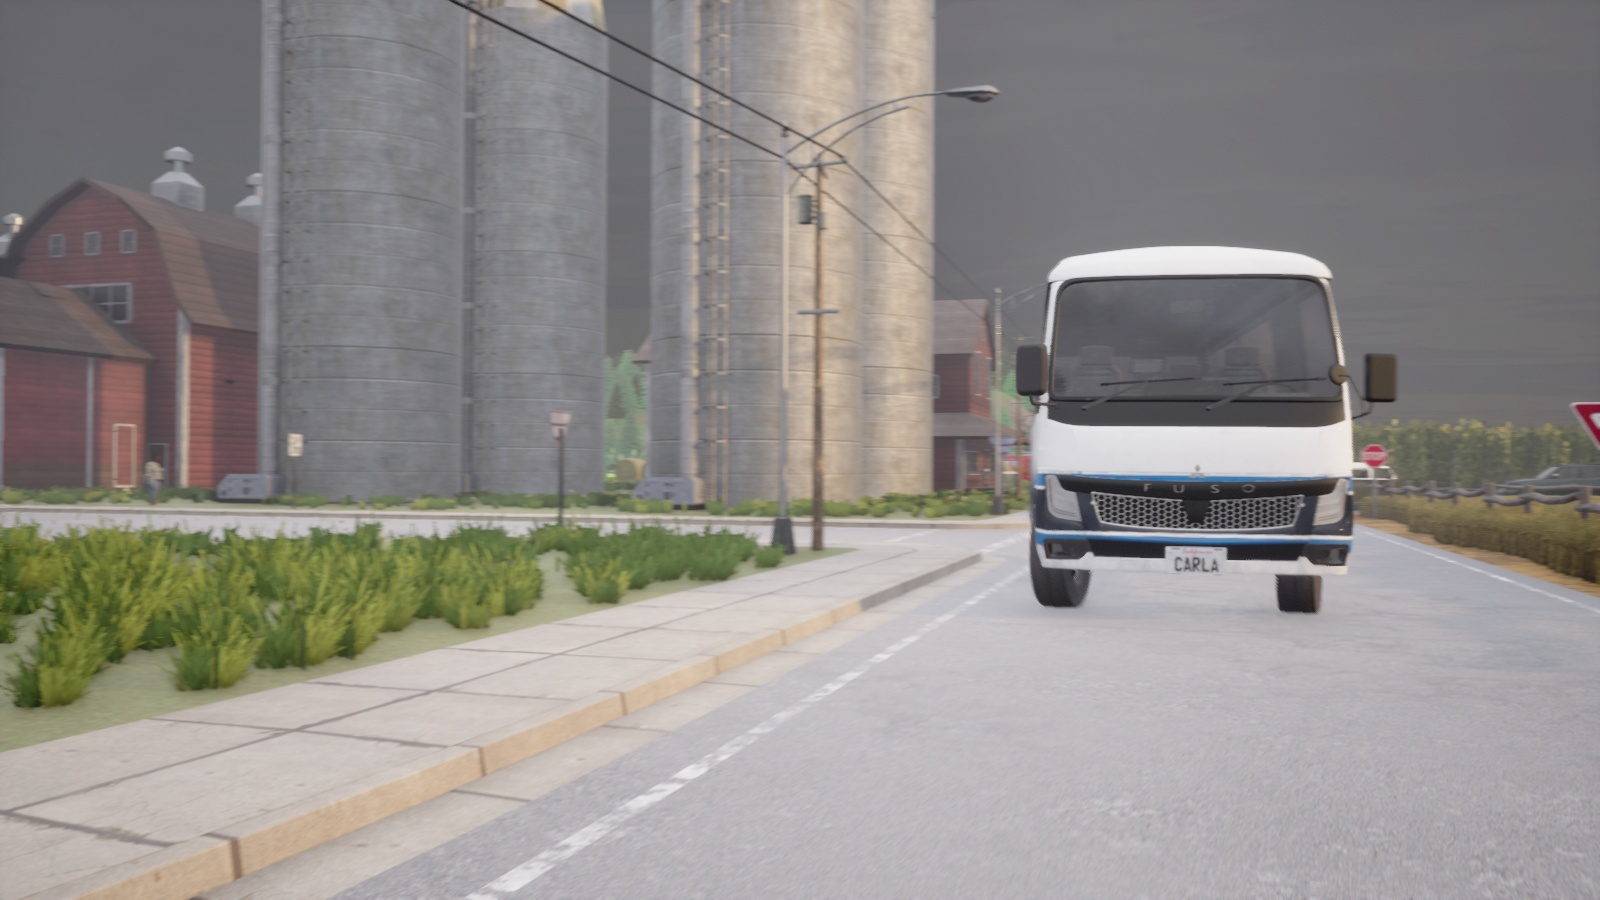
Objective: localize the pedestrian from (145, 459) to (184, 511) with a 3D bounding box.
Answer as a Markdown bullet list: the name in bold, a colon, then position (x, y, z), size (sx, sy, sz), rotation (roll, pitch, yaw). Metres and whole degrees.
- **pedestrian**: position (-23.046, 1.266, 45.532), size (0.900, 1.855, 0.874), rotation (0, -1, 12)

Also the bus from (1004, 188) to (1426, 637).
- **bus**: position (4.933, -0.286, 17.314), size (3.944, 4.253, 10.273), rotation (0, -1, 11)

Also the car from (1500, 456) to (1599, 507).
- **car**: position (32.495, 1.295, 52.264), size (5.566, 2.045, 2.150), rotation (0, -1, 18)

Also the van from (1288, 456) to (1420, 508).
- **van**: position (22.500, 1.307, 51.110), size (4.480, 2.038, 2.069), rotation (0, -2, -10)
